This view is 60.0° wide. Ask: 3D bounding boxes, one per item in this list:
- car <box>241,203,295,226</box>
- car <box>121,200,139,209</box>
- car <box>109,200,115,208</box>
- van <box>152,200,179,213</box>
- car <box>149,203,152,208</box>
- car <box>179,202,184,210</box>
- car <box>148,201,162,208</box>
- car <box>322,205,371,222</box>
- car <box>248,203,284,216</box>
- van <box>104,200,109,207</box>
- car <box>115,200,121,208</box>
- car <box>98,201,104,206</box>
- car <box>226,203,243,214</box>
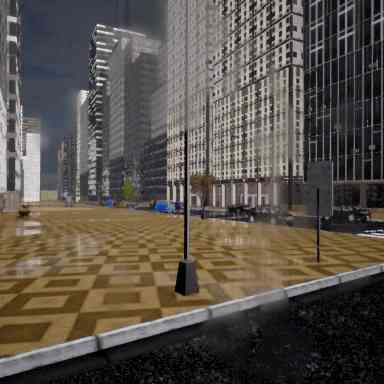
[{"bbox_3d":[6.091,1.813,25.938,2.008,1.369,4.403,-1,-1,-26],"label":"car"},{"bbox_3d":[-11.052,2.525,61.380,2.008,1.369,4.403,-1,-1,-26],"label":"car"},{"bbox_3d":[-15.950,2.731,71.507,1.887,1.381,4.507,-1,-1,-26],"label":"car"},{"bbox_3d":[-3.709,2.005,46.194,1.690,1.788,3.998,-1,-1,-26],"label":"van"},{"bbox_3d":[-7.035,2.558,66.386,1.837,1.490,4.892,0,-1,-26],"label":"car"},{"bbox_3d":[-2.560,2.389,57.148,1.812,1.442,4.674,0,-1,-26],"label":"car"},{"bbox_3d":[-8.406,2.808,75.155,1.802,1.307,4.206,-1,-1,-26],"label":"car"},{"bbox_3d":[13.635,1.854,29.587,2.008,1.369,4.403,-1,-1,-26],"label":"car"},{"bbox_3d":[8.737,2.068,39.714,1.947,1.339,4.313,-1,-1,-26],"label":"car"},{"bbox_3d":[-18.403,2.634,76.571,1.690,1.788,3.998,-1,-1,-26],"label":"van"},{"bbox_3d":[-13.428,2.602,66.291,1.752,1.417,4.829,-1,-1,-26],"label":"car"},{"bbox_3d":[-23.297,3.053,86.695,1.887,1.381,4.507,-1,-1,-26],"label":"car"},{"bbox_3d":[6.288,2.168,44.777,1.947,1.339,4.313,-1,-1,-26],"label":"car"}]
